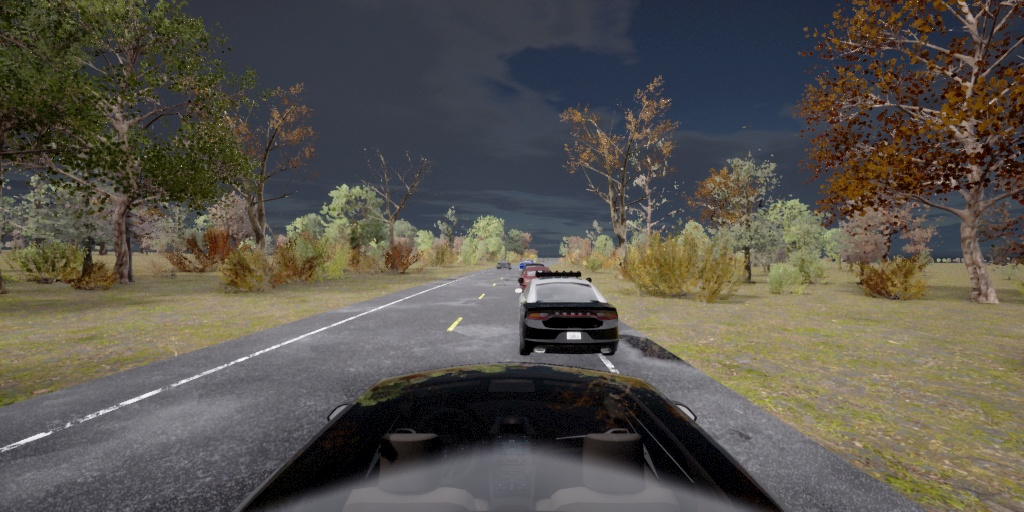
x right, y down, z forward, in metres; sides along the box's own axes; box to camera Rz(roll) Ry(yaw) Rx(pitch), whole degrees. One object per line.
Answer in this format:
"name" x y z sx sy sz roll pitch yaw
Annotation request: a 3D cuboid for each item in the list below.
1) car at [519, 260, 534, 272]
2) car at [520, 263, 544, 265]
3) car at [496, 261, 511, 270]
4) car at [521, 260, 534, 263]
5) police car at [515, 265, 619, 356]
"car" 2.110 1.313 50.351 1.882 1.535 5.008 0 0 5
"car" 1.325 1.281 18.633 1.812 1.442 4.674 0 0 2
"car" -1.188 1.413 53.361 1.994 1.385 4.181 0 0 5
"car" 1.533 1.266 24.603 1.837 1.490 4.892 0 0 2
"police car" 1.107 1.177 8.790 1.930 1.638 5.238 0 0 1
